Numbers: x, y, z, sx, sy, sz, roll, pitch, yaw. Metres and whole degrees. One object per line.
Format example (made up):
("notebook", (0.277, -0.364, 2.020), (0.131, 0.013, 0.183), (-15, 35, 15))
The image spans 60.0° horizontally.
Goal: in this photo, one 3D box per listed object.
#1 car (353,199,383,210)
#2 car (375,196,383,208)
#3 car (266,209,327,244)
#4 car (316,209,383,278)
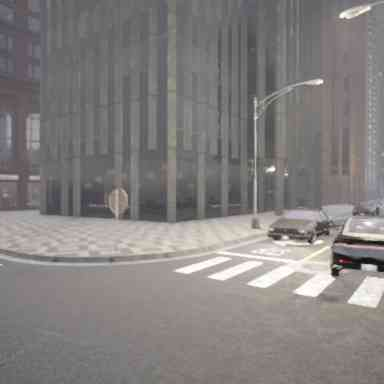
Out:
("car", (16.552, 1.589, 31.452), (2.033, 1.411, 5.357), (0, 0, 36))
("car", (25.684, 1.246, 43.922), (2.128, 1.511, 4.902), (0, 0, 36))
("car", (5.467, 1.530, 16.121), (2.033, 1.411, 5.357), (0, 0, 36))
("car", (5.147, 1.469, 9.486), (2.128, 1.511, 4.902), (0, 0, 30))
